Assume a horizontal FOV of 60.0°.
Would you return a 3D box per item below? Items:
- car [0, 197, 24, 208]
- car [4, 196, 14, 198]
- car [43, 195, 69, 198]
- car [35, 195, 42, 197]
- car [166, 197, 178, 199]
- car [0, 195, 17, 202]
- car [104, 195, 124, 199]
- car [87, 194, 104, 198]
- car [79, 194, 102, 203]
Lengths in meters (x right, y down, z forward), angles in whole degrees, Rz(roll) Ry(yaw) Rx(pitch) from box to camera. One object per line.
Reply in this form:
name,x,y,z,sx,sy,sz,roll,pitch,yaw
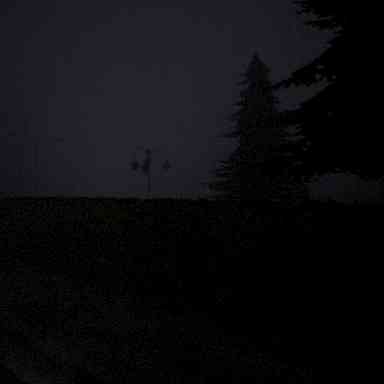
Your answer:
car,-26.898,1.471,48.700,1.845,1.501,3.633,0,0,39
car,-20.216,1.444,33.275,2.007,1.523,4.514,0,0,39
car,-30.207,1.383,74.985,2.152,1.636,5.027,0,0,39
car,-35.357,1.474,78.828,1.970,1.475,3.806,0,0,39
car,-3.623,1.531,53.335,1.845,1.501,3.633,0,0,39
car,-42.674,1.533,75.733,2.007,1.523,4.514,0,0,39
car,-10.650,1.533,49.519,1.970,1.475,3.806,0,0,39
car,-17.850,1.294,65.292,1.932,1.855,4.605,0,0,39
car,-20.352,1.279,66.827,1.905,1.878,3.866,0,0,39
